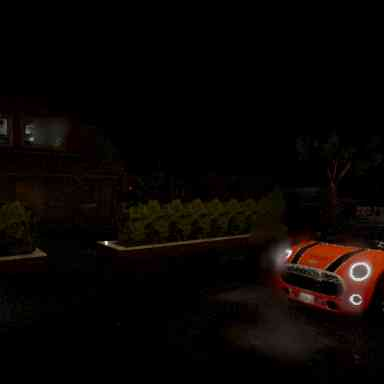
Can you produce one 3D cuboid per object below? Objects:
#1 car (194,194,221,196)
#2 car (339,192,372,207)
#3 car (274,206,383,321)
[{"bbox_3d":[1.831,1.221,30.197,2.150,2.045,5.566,0,0,-35],"label":"car"},{"bbox_3d":[17.452,0.985,36.235,3.866,1.878,1.905,0,0,0],"label":"car"},{"bbox_3d":[3.935,1.352,7.402,4.553,1.767,2.097,0,0,-35],"label":"car"}]
